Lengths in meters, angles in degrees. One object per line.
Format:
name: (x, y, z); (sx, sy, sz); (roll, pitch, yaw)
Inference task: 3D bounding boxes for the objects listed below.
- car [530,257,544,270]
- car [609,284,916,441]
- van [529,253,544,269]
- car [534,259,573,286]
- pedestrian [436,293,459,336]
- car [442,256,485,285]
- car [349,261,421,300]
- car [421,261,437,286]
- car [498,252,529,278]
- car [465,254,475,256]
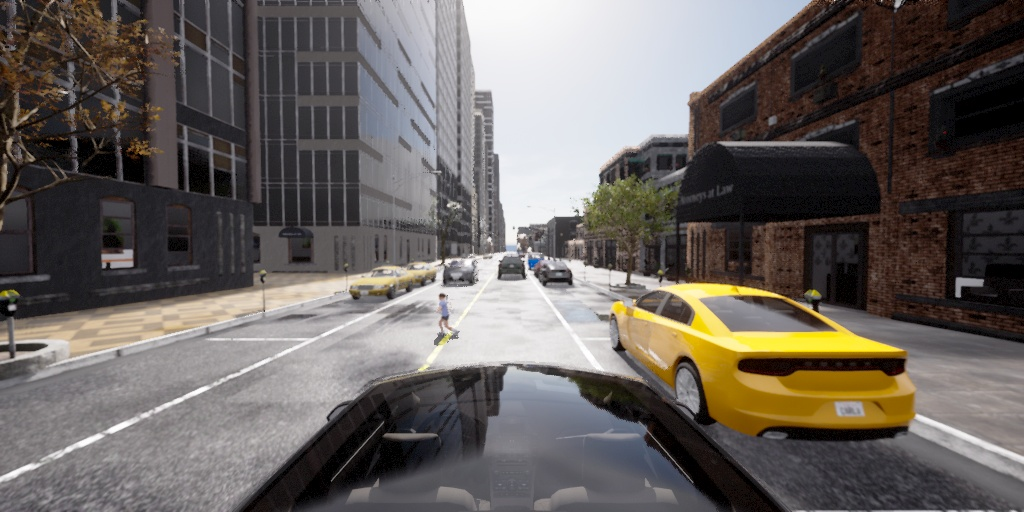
car: (2.608, 0.961, 27.582); (1.802, 1.307, 4.207); (0, 0, 0)
car: (2.989, 1.171, 5.656); (1.882, 1.535, 5.008); (0, 1, 0)
van: (2.573, 0.562, 38.650); (1.690, 1.789, 3.998); (0, 0, 0)
car: (2.626, 1.024, 22.048); (1.948, 1.339, 4.313); (0, 0, 0)
pedestrian: (-1.586, 1.327, 8.481); (0.500, 1.100, 0.500); (-1, 2, -2)
car: (-3.163, 0.942, 22.699); (2.128, 1.511, 4.902); (0, 1, 0)
car: (-5.737, 1.065, 16.329); (1.751, 1.417, 4.829); (0, 0, 0)
car: (-5.754, 0.986, 21.863); (1.751, 1.417, 4.829); (0, 0, 0)
car: (-0.013, 0.719, 28.401); (2.097, 1.767, 4.553); (0, 1, 0)
car: (-5.844, 0.505, 49.705); (1.967, 1.591, 4.097); (0, 0, 0)
